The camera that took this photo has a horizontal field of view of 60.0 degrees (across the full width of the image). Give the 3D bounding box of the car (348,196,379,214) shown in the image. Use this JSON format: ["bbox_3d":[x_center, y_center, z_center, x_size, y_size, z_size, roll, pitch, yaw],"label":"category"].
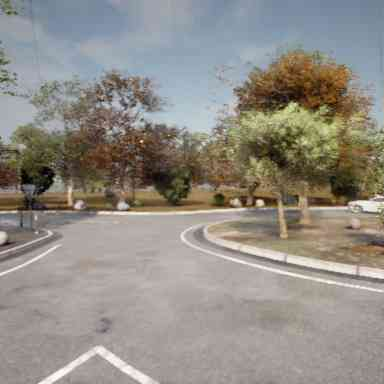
[{"bbox_3d":[15.162,1.032,26.866,4.674,1.442,1.812,1,2,27],"label":"car"}]
